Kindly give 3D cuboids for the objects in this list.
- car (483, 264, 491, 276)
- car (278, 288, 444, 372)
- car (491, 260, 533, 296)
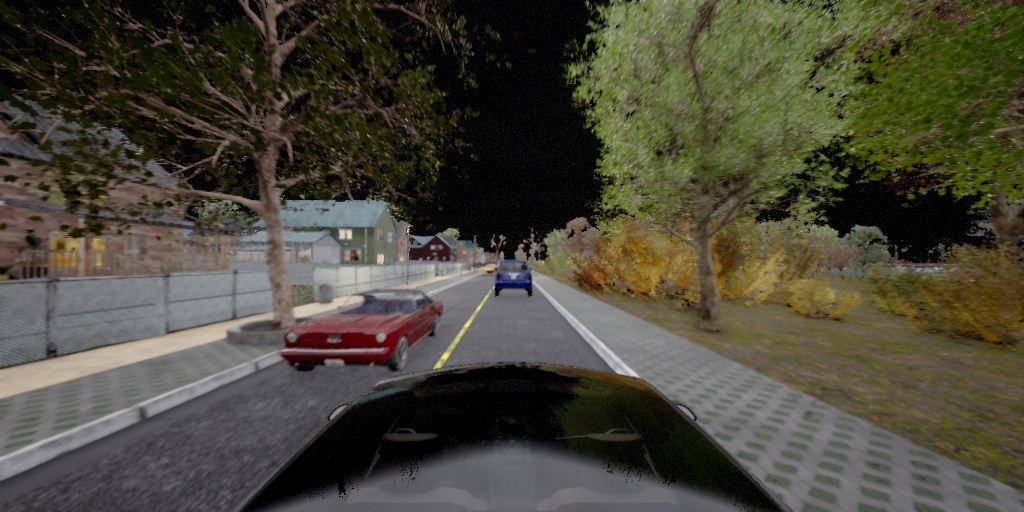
[{"bbox_3d":[-2.840,1.878,49.392,1.882,1.535,5.008,0,-1,0],"label":"car"},{"bbox_3d":[-2.853,1.435,7.966,1.895,1.301,4.718,0,-1,0],"label":"car"},{"bbox_3d":[0.092,1.246,21.842,2.150,2.045,5.566,0,-1,0],"label":"car"}]
